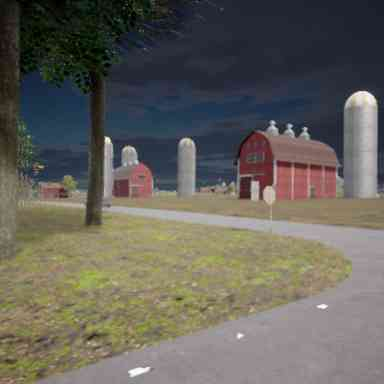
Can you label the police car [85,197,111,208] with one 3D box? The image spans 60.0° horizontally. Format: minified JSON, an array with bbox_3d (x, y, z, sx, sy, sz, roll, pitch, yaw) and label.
[{"bbox_3d":[-11.959,1.251,42.422,2.038,1.542,4.974,1,-1,-36],"label":"police car"}]
